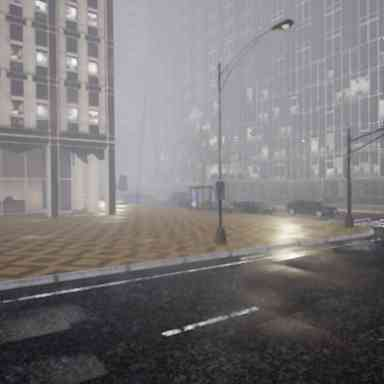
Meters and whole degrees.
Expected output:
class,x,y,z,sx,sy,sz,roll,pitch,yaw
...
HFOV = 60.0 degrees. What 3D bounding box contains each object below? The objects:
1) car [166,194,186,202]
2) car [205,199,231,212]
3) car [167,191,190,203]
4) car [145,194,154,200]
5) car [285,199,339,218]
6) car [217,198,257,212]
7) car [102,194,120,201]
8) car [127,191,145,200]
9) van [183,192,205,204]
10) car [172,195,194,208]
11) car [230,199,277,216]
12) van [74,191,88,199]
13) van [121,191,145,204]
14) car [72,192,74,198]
class,x,y,z,sx,sy,sz,roll,pitch,yaw
car,-2.928,1.124,60.086,1.802,1.307,4.206,0,1,-34
car,2.886,1.447,36.528,1.802,1.307,4.206,0,1,-34
car,-0.915,0.953,46.870,2.150,2.045,5.566,-1,1,-34
car,-9.341,1.016,69.471,1.802,1.307,4.206,0,1,-34
car,10.684,1.424,29.870,1.837,1.490,4.892,-1,1,-34
car,5.087,1.429,38.083,1.895,1.301,4.718,-1,1,-34
car,-16.261,1.099,64.744,2.008,1.369,4.403,0,1,-34
car,-12.548,0.695,74.161,2.192,1.841,5.009,0,1,-34
van,0.279,0.936,55.391,1.690,1.788,3.998,0,1,-34
car,-0.272,1.379,41.253,1.947,1.339,4.313,0,1,-34
car,6.079,1.483,31.823,1.947,1.339,4.313,0,1,-34
van,-25.881,0.727,78.819,1.690,1.788,3.998,0,1,-34
van,-9.846,0.997,55.356,1.690,1.788,3.998,0,1,-34
car,-29.087,0.772,83.512,1.967,1.590,4.097,0,1,-34
